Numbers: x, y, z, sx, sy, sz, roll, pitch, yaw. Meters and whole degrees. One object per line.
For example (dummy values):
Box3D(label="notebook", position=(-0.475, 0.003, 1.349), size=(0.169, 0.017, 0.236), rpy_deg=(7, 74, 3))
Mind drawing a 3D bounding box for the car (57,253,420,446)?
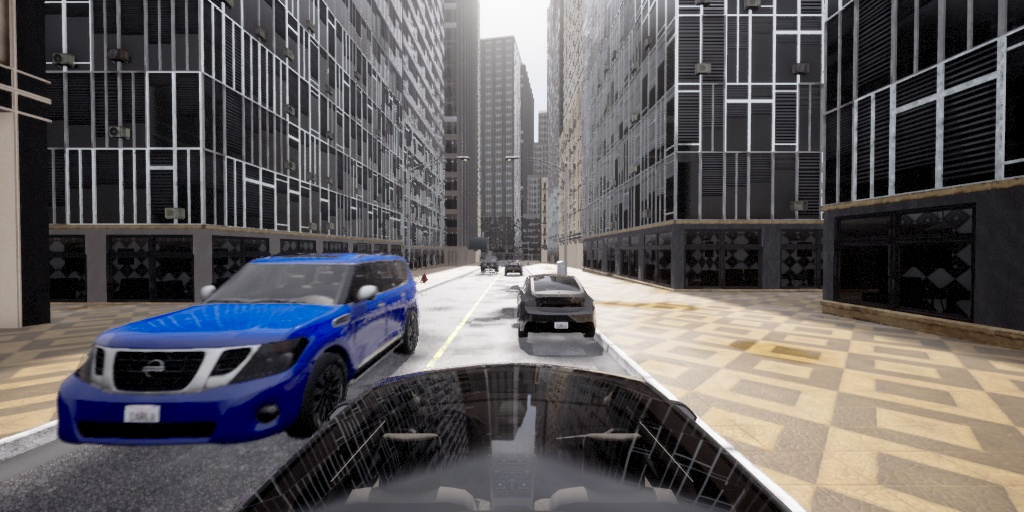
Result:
Box3D(label="car", position=(-3.089, 0.971, 5.764), size=(2.150, 2.045, 5.566), rpy_deg=(0, 0, 0))

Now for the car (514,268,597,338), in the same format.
Box3D(label="car", position=(1.073, 1.255, 10.183), size=(1.837, 1.490, 4.892), rpy_deg=(0, 0, 0))

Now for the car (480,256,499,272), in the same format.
Box3D(label="car", position=(-2.877, 0.986, 46.513), size=(2.150, 2.045, 5.566), rpy_deg=(0, 0, 0))

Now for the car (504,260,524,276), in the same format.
Box3D(label="car", position=(0.172, 1.263, 37.860), size=(1.837, 1.490, 4.892), rpy_deg=(0, 0, 0))
